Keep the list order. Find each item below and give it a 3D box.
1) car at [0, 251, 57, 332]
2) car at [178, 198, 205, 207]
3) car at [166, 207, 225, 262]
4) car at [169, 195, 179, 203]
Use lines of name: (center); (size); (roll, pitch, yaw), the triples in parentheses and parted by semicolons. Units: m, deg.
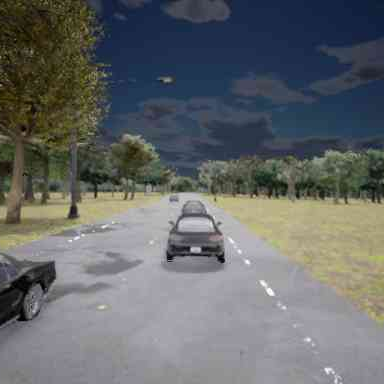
car: (-3.592, 1.544, 4.344); (1.895, 1.301, 4.718); (1, 0, 0)
car: (0.135, 1.379, 26.985); (1.994, 1.385, 4.181); (0, 0, 0)
car: (0.114, 1.482, 11.899); (1.812, 1.442, 4.674); (1, 0, 0)
car: (-3.396, 1.266, 63.964); (1.837, 1.490, 4.892); (1, 0, 1)
